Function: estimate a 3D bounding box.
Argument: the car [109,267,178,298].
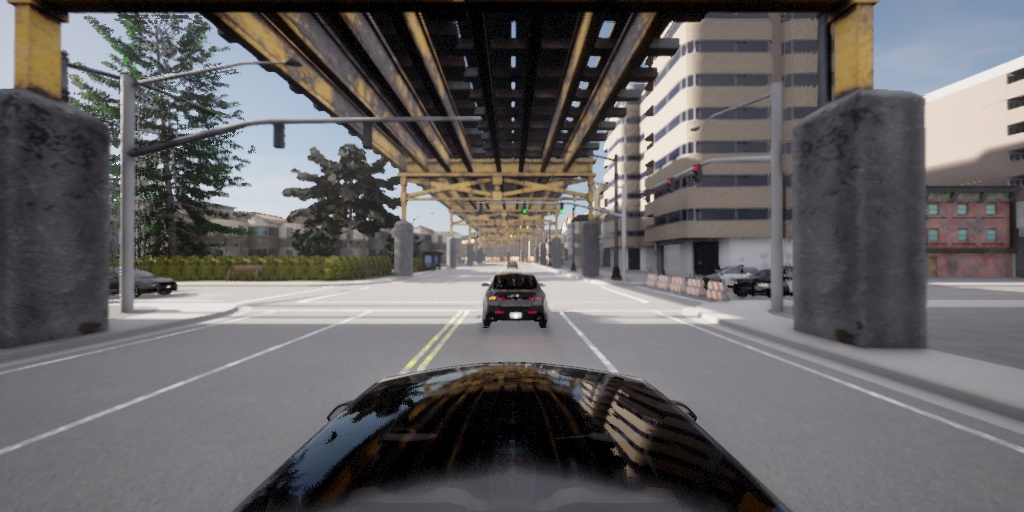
[{"bbox_3d":[-20.064,1.335,18.431,4.892,1.490,1.837,0,0,0],"label":"car"}]

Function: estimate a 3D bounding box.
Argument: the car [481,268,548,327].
[{"bbox_3d":[0.051,1.303,11.749,1.837,1.490,4.892,0,0,-1],"label":"car"}]

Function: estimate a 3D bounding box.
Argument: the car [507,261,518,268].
[{"bbox_3d":[0.085,1.539,63.420,2.128,1.511,4.902,0,0,0],"label":"car"}]
